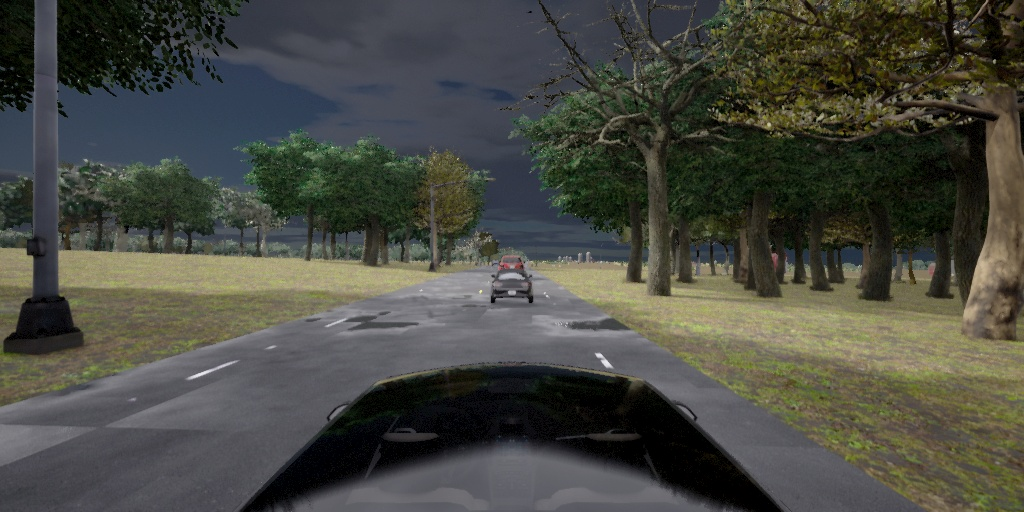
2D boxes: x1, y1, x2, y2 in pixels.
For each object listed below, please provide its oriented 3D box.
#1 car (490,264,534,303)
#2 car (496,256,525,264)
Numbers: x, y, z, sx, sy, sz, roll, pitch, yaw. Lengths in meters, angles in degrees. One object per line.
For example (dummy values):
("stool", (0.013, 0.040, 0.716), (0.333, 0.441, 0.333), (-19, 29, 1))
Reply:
("car", (0.000, 1.285, 16.505), (1.812, 1.442, 4.674), (0, 0, 0))
("car", (0.000, 1.006, 31.543), (2.150, 2.045, 5.566), (0, 0, 0))
